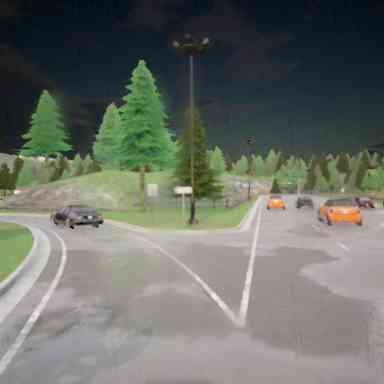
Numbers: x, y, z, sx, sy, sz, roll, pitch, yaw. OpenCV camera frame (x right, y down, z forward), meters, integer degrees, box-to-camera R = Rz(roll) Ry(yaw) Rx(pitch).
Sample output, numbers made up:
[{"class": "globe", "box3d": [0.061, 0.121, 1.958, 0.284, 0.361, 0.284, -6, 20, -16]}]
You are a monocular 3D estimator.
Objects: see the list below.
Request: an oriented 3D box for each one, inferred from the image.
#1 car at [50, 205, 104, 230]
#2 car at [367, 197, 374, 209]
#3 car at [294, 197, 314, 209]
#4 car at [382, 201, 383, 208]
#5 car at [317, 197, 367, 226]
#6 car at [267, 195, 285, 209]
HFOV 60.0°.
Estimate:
[{"class": "car", "box3d": [-7.514, 1.545, 21.449, 2.033, 1.411, 5.357, 0, 0, -38]}, {"class": "car", "box3d": [21.138, 1.338, 41.426, 1.812, 1.442, 4.674, 0, 0, 12]}, {"class": "car", "box3d": [14.072, 1.353, 41.857, 1.837, 1.490, 4.892, 0, 0, 12]}, {"class": "car", "box3d": [24.263, 1.152, 39.299, 2.097, 1.767, 4.553, 0, 0, 12]}, {"class": "car", "box3d": [9.982, 1.257, 22.810, 2.097, 1.767, 4.553, 0, 0, 12]}, {"class": "car", "box3d": [10.575, 1.217, 42.236, 2.097, 1.767, 4.553, 0, 0, 12]}]
